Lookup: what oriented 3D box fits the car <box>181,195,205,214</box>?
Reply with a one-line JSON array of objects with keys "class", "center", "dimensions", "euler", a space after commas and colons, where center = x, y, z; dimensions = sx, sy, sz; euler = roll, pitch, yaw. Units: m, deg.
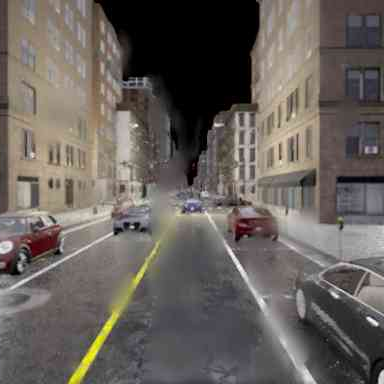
[{"class": "car", "center": [0.046, 1.303, 32.148], "dimensions": [1.812, 1.442, 4.674], "euler": [0, 0, 1]}]

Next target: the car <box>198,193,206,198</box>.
[{"class": "car", "center": [2.727, 0.919, 92.006], "dimensions": [1.947, 1.339, 4.313], "euler": [0, 0, 0]}]

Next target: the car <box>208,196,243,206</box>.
[{"class": "car", "center": [5.409, 1.271, 44.666], "dimensions": [5.357, 1.411, 2.033], "euler": [0, 0, -14]}]

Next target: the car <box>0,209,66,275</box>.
[{"class": "car", "center": [-5.379, 1.371, 9.973], "dimensions": [1.967, 1.590, 4.097], "euler": [0, 0, 0]}]

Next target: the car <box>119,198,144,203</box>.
[{"class": "car", "center": [-5.364, 1.395, 27.019], "dimensions": [1.802, 1.307, 4.206], "euler": [0, 0, 0]}]

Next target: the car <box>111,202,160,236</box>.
[{"class": "car", "center": [-2.832, 1.442, 17.599], "dimensions": [1.994, 1.385, 4.181], "euler": [0, 0, 0]}]

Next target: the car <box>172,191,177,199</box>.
[{"class": "car", "center": [-5.339, 0.870, 81.199], "dimensions": [1.967, 1.590, 4.097], "euler": [0, 0, 0]}]

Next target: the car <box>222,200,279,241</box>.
[{"class": "car", "center": [2.764, 1.368, 16.003], "dimensions": [1.882, 1.535, 5.008], "euler": [0, 0, 0]}]

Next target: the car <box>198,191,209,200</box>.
[{"class": "car", "center": [2.696, 1.095, 64.975], "dimensions": [2.008, 1.369, 4.403], "euler": [0, 0, 0]}]

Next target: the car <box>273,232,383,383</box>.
[{"class": "car", "center": [2.641, 1.521, 4.288], "dimensions": [2.008, 1.369, 4.403], "euler": [0, 0, 0]}]

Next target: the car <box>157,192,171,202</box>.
[{"class": "car", "center": [-5.338, 1.134, 59.575], "dimensions": [2.008, 1.369, 4.403], "euler": [0, 0, 0]}]

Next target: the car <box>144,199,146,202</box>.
[{"class": "car", "center": [-5.359, 1.324, 32.700], "dimensions": [2.008, 1.369, 4.403], "euler": [0, 0, 0]}]

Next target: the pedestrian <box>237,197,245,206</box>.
[{"class": "pedestrian", "center": [2.766, 1.163, 19.006], "dimensions": [0.375, 1.860, 0.375], "euler": [0, 0, -10]}]

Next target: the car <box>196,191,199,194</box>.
[{"class": "car", "center": [2.721, 0.707, 86.598], "dimensions": [2.192, 1.841, 5.009], "euler": [0, 0, 0]}]
